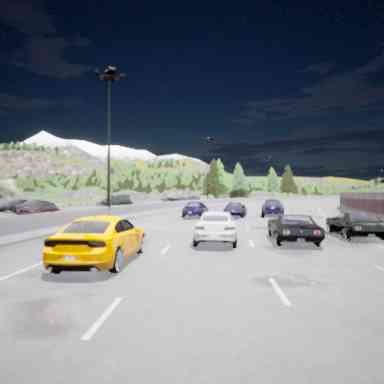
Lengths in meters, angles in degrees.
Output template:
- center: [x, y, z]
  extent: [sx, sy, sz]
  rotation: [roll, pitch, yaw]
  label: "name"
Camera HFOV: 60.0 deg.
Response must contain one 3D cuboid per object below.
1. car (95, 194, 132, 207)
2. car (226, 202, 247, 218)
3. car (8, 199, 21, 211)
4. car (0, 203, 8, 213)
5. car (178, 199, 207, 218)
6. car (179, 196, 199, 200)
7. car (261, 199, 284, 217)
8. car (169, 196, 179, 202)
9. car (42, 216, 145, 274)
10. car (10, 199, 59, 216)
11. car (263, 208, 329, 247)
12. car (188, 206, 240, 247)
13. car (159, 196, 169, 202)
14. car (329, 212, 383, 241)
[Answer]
- center: [-8.884, 1.320, 38.302]
  extent: [2.150, 2.045, 5.566]
  rotation: [0, 0, 15]
  label: "car"
- center: [4.225, 1.685, 32.218]
  extent: [1.994, 1.385, 4.181]
  rotation: [0, 0, 14]
  label: "car"
- center: [-16.748, 1.546, 35.612]
  extent: [1.882, 1.535, 5.008]
  rotation: [0, 0, 14]
  label: "car"
- center: [-19.770, 1.574, 37.912]
  extent: [1.837, 1.490, 4.892]
  rotation: [0, -1, 14]
  label: "car"
- center: [0.338, 1.631, 31.054]
  extent: [1.812, 1.442, 4.674]
  rotation: [0, 0, 13]
  label: "car"
- center: [-0.169, 1.591, 70.527]
  extent: [2.097, 1.767, 4.553]
  rotation: [0, 0, 27]
  label: "car"
- center: [7.986, 1.487, 32.798]
  extent: [2.097, 1.767, 4.553]
  rotation: [0, 0, 14]
  label: "car"
- center: [-2.619, 1.780, 73.371]
  extent: [1.994, 1.385, 4.181]
  rotation: [0, 0, 27]
  label: "car"
- center: [-2.838, 1.505, 10.723]
  extent: [1.882, 1.535, 5.008]
  rotation: [0, 0, 5]
  label: "car"
- center: [-14.208, 1.624, 30.829]
  extent: [1.994, 1.385, 4.181]
  rotation: [0, 0, 12]
  label: "car"
- center: [4.668, 1.668, 15.590]
  extent: [1.895, 1.301, 4.718]
  rotation: [0, 0, 7]
  label: "car"
- center: [1.124, 1.580, 15.201]
  extent: [1.812, 1.442, 4.674]
  rotation: [0, 0, 7]
  label: "car"
- center: [-5.670, 1.746, 75.087]
  extent: [2.128, 1.511, 4.902]
  rotation: [0, 0, 27]
  label: "car"
- center: [8.403, 1.684, 17.180]
  extent: [1.895, 1.301, 4.718]
  rotation: [0, 0, 8]
  label: "car"
